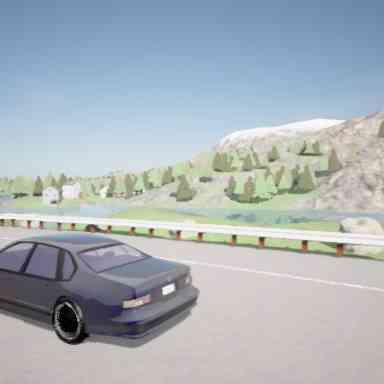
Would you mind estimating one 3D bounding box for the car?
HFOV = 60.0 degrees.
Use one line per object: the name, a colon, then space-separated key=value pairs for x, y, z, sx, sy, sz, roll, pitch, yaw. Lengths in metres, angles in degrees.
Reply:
car: x=-2.504 y=1.515 z=6.278 sx=5.357 sy=1.411 sz=2.033 roll=0 pitch=0 yaw=31
